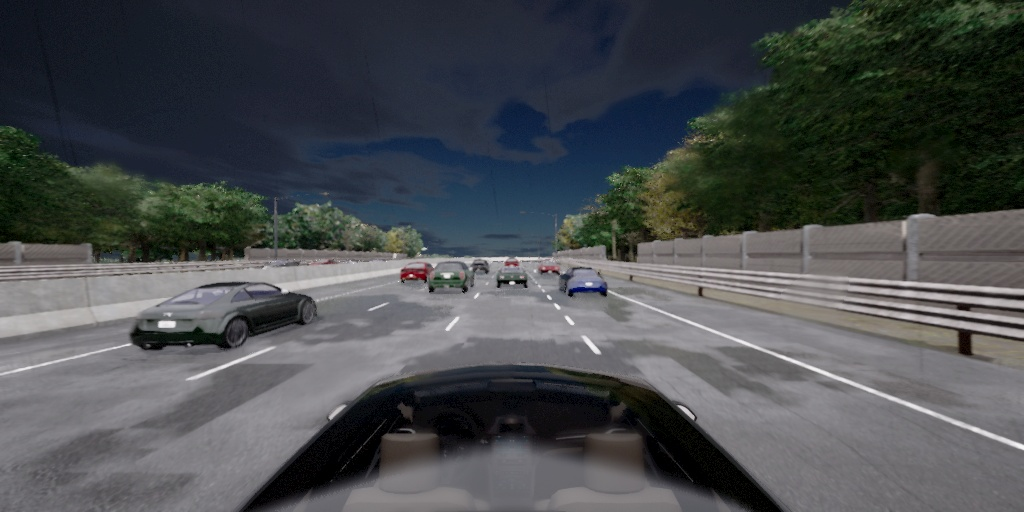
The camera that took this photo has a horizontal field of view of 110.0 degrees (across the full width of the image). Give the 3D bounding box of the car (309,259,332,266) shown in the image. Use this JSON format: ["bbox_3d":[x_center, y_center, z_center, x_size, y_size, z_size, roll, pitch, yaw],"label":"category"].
[{"bbox_3d":[-24.558,1.122,47.060,1.882,1.535,5.008,0,0,0],"label":"car"}]

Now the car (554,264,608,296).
[{"bbox_3d":[3.605,1.260,18.763,1.994,1.385,4.181,0,0,0],"label":"car"}]

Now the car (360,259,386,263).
[{"bbox_3d":[-17.562,1.163,47.239,2.033,1.411,5.357,0,0,0],"label":"car"}]

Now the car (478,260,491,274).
[{"bbox_3d":[-3.396,1.119,38.926,1.837,1.490,4.892,0,0,0],"label":"car"}]

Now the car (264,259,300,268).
[{"bbox_3d":[-28.060,1.171,43.895,2.128,1.511,4.902,0,0,0],"label":"car"}]

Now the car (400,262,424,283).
[{"bbox_3d":[-6.895,1.178,27.009,1.882,1.535,5.008,0,0,0],"label":"car"}]

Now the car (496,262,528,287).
[{"bbox_3d":[0.005,1.291,23.465,1.895,1.301,4.718,0,0,0],"label":"car"}]

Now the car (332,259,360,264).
[{"bbox_3d":[-21.064,1.233,46.816,1.895,1.301,4.718,0,0,0],"label":"car"}]

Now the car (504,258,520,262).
[{"bbox_3d":[0.003,1.025,46.665,1.882,1.535,5.008,0,0,0],"label":"car"}]

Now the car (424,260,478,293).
[{"bbox_3d":[-3.396,1.067,20.860,2.097,1.767,4.553,0,0,0],"label":"car"}]

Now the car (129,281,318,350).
[{"bbox_3d":[-6.894,1.331,9.170,1.994,1.385,4.181,0,0,0],"label":"car"}]

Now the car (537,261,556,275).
[{"bbox_3d":[3.608,1.204,36.266,1.895,1.301,4.718,0,0,0],"label":"car"}]
